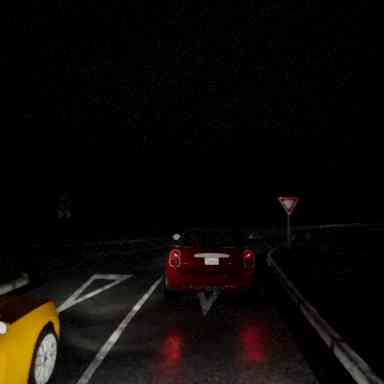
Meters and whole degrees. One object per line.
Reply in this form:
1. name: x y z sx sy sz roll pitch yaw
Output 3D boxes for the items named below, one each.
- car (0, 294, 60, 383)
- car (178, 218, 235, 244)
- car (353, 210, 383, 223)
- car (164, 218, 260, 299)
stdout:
1. car: -2.652 1.500 2.289 1.882 1.535 5.008 0 -1 2
2. car: 1.105 2.501 22.250 1.837 1.490 4.892 -2 -4 29
3. car: 21.698 2.852 39.416 4.718 1.301 1.895 -5 -3 -9
4. car: 0.521 1.577 9.123 2.097 1.767 4.553 0 -3 3
